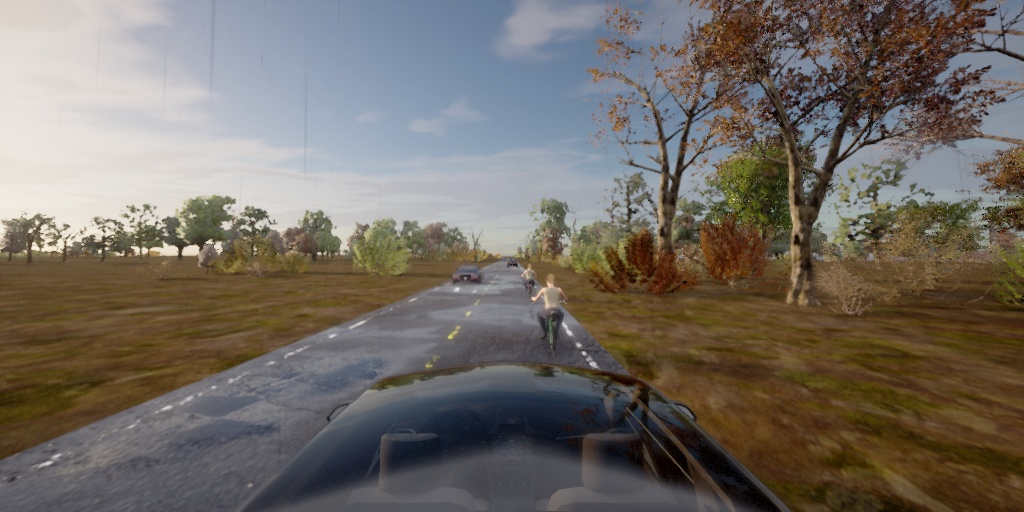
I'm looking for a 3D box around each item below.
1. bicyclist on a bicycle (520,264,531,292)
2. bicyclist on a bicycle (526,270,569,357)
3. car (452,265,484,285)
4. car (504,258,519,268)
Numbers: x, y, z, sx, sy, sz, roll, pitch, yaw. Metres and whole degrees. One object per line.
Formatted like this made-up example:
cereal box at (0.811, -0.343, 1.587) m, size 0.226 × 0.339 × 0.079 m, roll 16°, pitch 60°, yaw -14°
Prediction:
bicyclist on a bicycle at (0.819, 1.186, 16.810) m, size 0.866 × 1.612 × 1.509 m, roll -1°, pitch 0°, yaw 0°
bicyclist on a bicycle at (0.816, 1.185, 7.554) m, size 0.866 × 1.612 × 1.509 m, roll -1°, pitch 0°, yaw 0°
car at (-3.109, 1.317, 26.023) m, size 1.994 × 1.385 × 4.181 m, roll 0°, pitch 0°, yaw 0°
car at (0.079, 1.260, 62.997) m, size 1.837 × 1.490 × 4.892 m, roll 0°, pitch -1°, yaw 0°
